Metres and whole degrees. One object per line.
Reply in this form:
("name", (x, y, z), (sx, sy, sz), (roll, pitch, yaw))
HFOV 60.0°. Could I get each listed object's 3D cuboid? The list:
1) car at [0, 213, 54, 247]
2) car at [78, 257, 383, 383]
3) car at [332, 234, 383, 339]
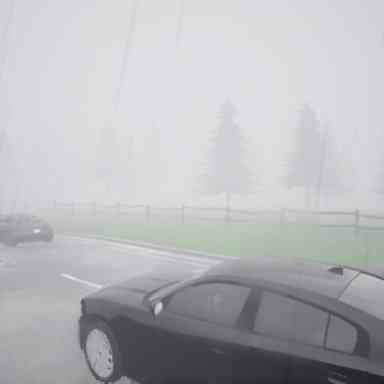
("car", (-8.434, 1.682, 15.675), (4.181, 1.385, 1.994), (0, 0, 34))
("car", (0.741, 1.499, 3.722), (5.008, 1.535, 1.882), (0, 0, 37))
("car", (4.639, 1.584, 5.201), (4.181, 1.385, 1.994), (0, 0, 35))
